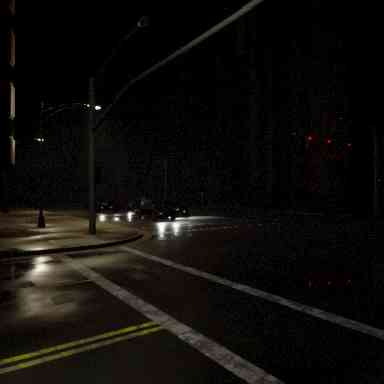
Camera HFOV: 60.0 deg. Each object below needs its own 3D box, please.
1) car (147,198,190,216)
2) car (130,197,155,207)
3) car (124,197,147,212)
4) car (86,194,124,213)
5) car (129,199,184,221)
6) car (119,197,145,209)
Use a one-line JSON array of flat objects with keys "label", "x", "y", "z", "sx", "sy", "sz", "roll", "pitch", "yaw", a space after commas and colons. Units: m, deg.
[{"label": "car", "x": -2.126, "y": 1.505, "z": 32.024, "sx": 1.837, "sy": 1.490, "sz": 4.892, "roll": 0, "pitch": 0, "yaw": -36}, {"label": "car", "x": -7.852, "y": 1.526, "z": 52.055, "sx": 1.812, "sy": 1.442, "sz": 4.674, "roll": 0, "pitch": 0, "yaw": -37}, {"label": "car", "x": -7.532, "y": 1.352, "z": 39.453, "sx": 2.097, "sy": 1.767, "sz": 4.553, "roll": 0, "pitch": 0, "yaw": -37}, {"label": "car", "x": -10.047, "y": 1.223, "z": 36.958, "sx": 2.150, "sy": 2.045, "sz": 5.566, "roll": 0, "pitch": 0, "yaw": -36}, {"label": "car", "x": -3.061, "y": 1.547, "z": 27.453, "sx": 2.033, "sy": 1.411, "sz": 5.357, "roll": 0, "pitch": 0, "yaw": -31}, {"label": "car", "x": -8.551, "y": 1.526, "z": 47.062, "sx": 1.812, "sy": 1.442, "sz": 4.674, "roll": 0, "pitch": 0, "yaw": -36}]
